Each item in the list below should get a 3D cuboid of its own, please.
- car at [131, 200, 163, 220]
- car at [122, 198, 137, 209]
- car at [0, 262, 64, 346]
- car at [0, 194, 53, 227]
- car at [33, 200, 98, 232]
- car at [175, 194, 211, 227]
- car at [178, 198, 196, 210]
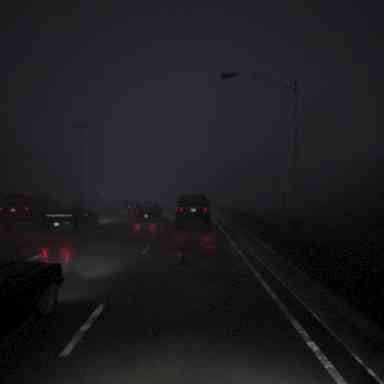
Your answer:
[{"bbox_3d":[-3.424,1.497,27.014,1.895,1.301,4.718,0,0,0],"label":"car"},{"bbox_3d":[-7.635,1.441,41.670,1.895,1.301,4.718,0,0,-5],"label":"car"},{"bbox_3d":[-3.403,1.584,4.337,1.895,1.301,4.718,0,0,0],"label":"car"},{"bbox_3d":[-10.411,1.138,22.109,2.150,2.045,5.566,0,0,0],"label":"car"},{"bbox_3d":[-6.909,1.418,19.376,2.128,1.511,4.902,0,0,0],"label":"car"},{"bbox_3d":[0.088,1.139,21.968,2.150,2.045,5.566,0,1,0],"label":"car"},{"bbox_3d":[-0.640,1.440,41.926,1.895,1.301,4.718,0,0,-5],"label":"car"}]
